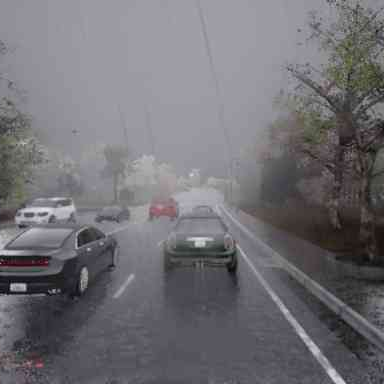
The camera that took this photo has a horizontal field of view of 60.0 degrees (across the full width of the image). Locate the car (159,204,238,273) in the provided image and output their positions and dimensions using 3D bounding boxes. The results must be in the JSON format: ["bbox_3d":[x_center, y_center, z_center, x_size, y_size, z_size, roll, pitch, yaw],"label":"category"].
[{"bbox_3d":[0.276,1.451,11.220,2.097,1.767,4.553,0,0,1],"label":"car"}]

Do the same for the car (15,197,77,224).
[{"bbox_3d":[-10.019,1.416,23.358,2.150,2.045,5.566,0,0,2],"label":"car"}]

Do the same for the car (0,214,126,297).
[{"bbox_3d":[-3.280,1.581,8.802,1.837,1.490,4.892,0,0,1],"label":"car"}]

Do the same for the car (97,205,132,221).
[{"bbox_3d":[-6.331,1.779,27.385,2.033,1.411,5.357,0,0,3],"label":"car"}]

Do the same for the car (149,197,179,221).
[{"bbox_3d":[-2.476,1.481,30.392,2.150,2.045,5.566,0,-1,3],"label":"car"}]

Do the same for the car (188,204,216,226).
[{"bbox_3d":[0.840,1.778,26.703,2.033,1.411,5.357,0,-1,3],"label":"car"}]
